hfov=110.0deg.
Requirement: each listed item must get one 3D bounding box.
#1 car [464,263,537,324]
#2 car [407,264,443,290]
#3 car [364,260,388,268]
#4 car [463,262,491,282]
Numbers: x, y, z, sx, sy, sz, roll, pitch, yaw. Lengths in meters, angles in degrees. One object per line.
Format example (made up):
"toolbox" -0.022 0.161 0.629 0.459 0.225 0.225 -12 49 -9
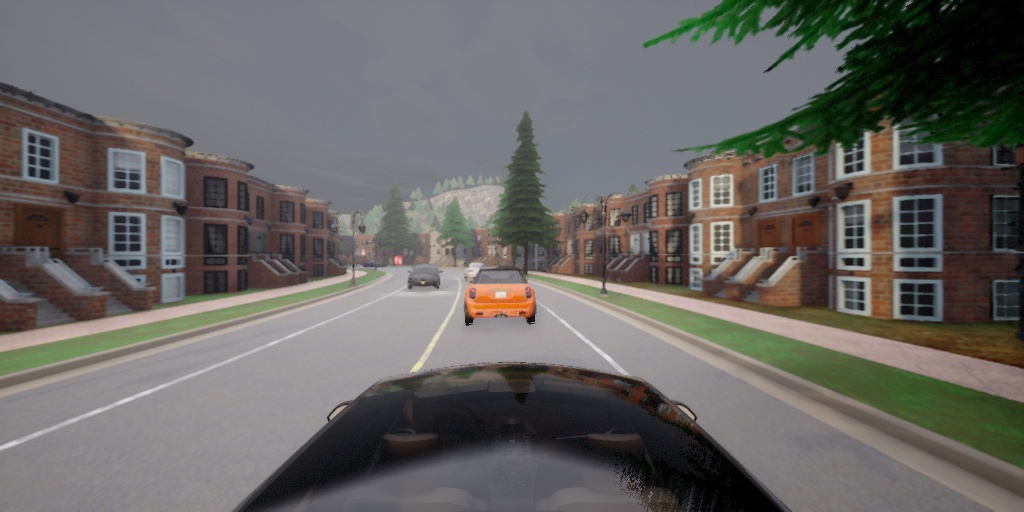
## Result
"car" -0.476 1.102 12.140 2.097 1.767 4.553 0 0 -4
"car" -5.443 1.267 22.677 1.837 1.490 4.892 0 0 -10
"car" -22.848 1.354 59.957 5.357 1.411 2.033 0 0 42
"car" -2.965 1.280 29.636 1.812 1.442 4.674 0 0 -11
